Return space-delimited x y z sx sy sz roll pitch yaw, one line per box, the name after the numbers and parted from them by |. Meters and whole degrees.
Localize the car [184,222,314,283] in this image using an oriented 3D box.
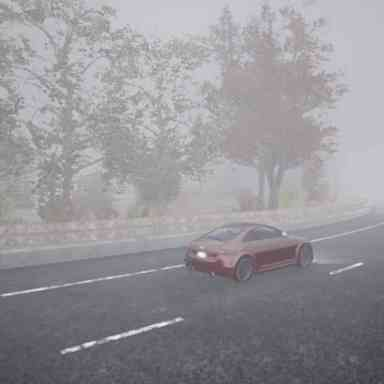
1.792 1.593 9.875 4.181 1.385 1.994 0 0 -40 | car
